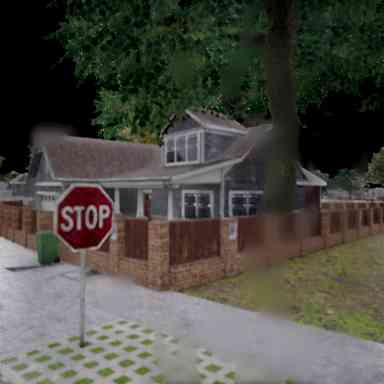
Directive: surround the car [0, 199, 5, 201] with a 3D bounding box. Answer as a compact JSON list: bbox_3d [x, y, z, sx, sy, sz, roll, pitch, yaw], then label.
[{"bbox_3d":[-32.140,1.814,54.952,1.994,1.385,4.181,1,-1,-3],"label":"car"}]
